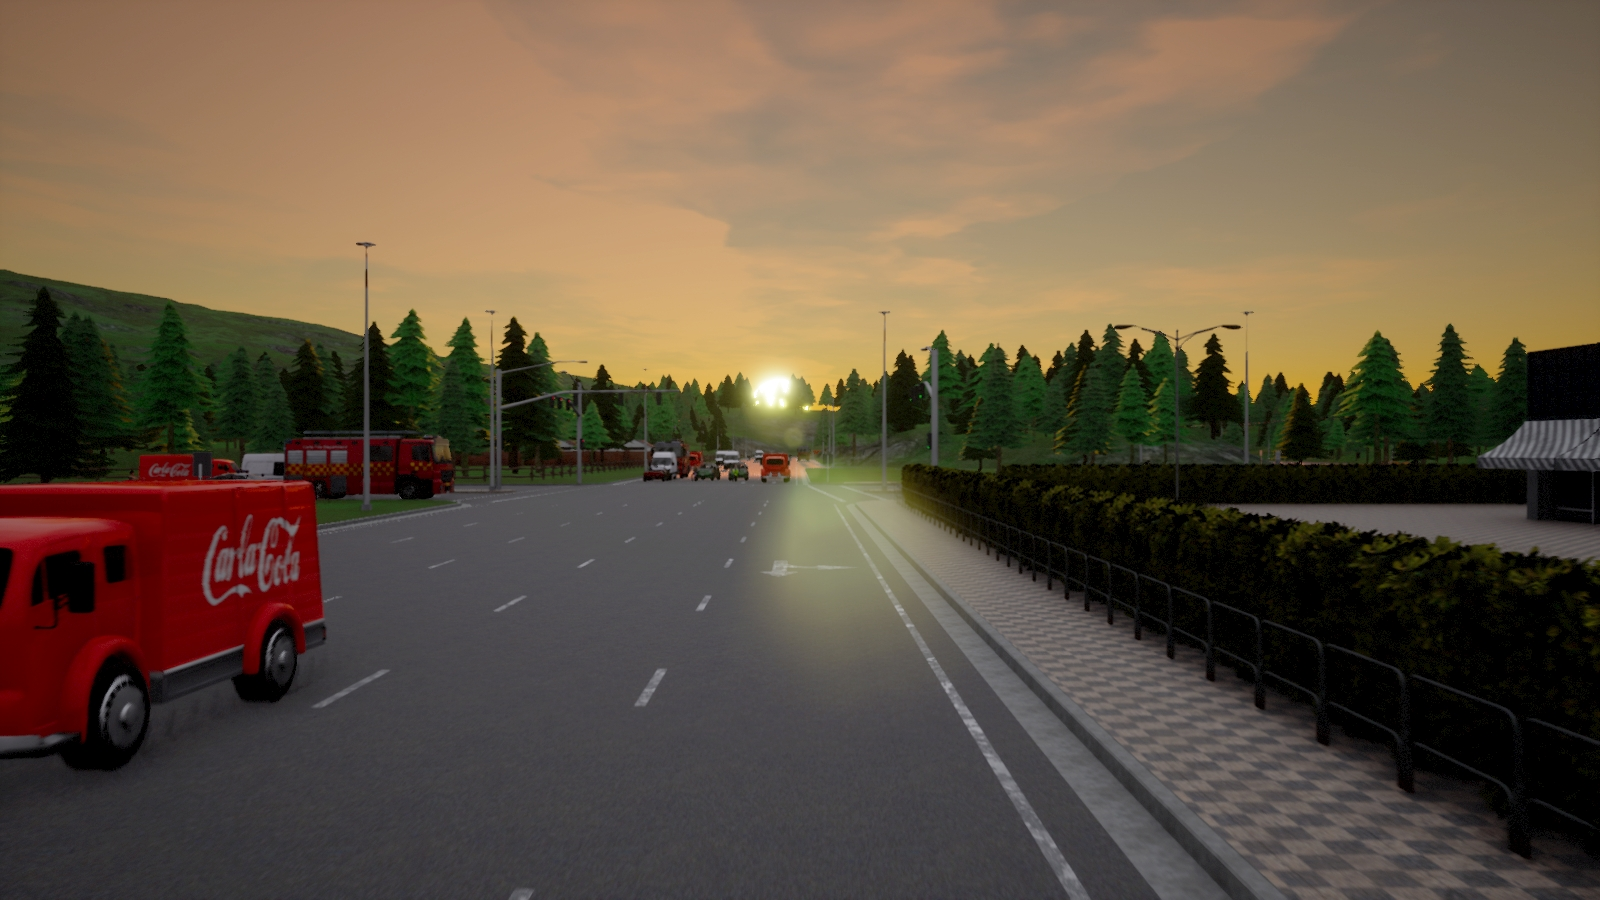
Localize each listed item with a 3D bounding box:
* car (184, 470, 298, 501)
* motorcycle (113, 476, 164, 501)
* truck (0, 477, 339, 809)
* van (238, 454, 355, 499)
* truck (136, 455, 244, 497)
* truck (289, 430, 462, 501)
[{"bbox_3d":[-30.666,1.945,62.830,5.238,1.638,2.097,0,0,0],"label":"car"},{"bbox_3d":[-36.366,2.117,62.819,2.356,1.307,0.764,0,0,-1],"label":"motorcycle"},{"bbox_3d":[-7.002,1.562,11.479,2.627,2.467,5.204,0,0,0],"label":"truck"},{"bbox_3d":[-29.198,1.495,66.410,5.915,2.561,1.988,0,0,-1],"label":"van"},{"bbox_3d":[-36.660,1.524,68.859,5.204,2.467,2.627,0,0,-12],"label":"truck"},{"bbox_3d":[-23.367,0.853,63.183,8.468,3.827,2.891,0,0,1],"label":"truck"}]
